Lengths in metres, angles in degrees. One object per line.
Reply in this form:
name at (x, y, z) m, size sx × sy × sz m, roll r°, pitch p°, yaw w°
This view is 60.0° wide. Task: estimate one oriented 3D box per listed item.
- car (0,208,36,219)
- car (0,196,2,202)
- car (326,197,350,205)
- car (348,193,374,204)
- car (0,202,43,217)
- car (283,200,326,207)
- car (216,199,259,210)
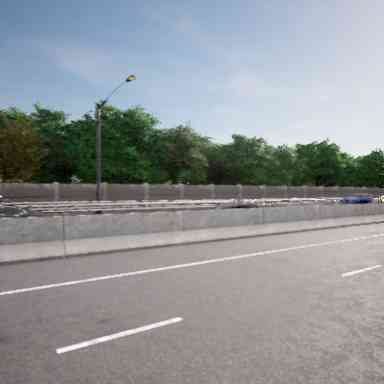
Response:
car at (-9.582, 1.588, 14.359) m, size 4.718 × 1.301 × 1.895 m, roll 0°, pitch 0°, yaw -36°
car at (-14.131, 1.205, 19.703) m, size 5.566 × 2.045 × 2.150 m, roll 0°, pitch 0°, yaw -36°
car at (14.255, 1.532, 35.690) m, size 5.357 × 1.411 × 2.033 m, roll 0°, pitch 0°, yaw -35°
car at (23.054, 1.200, 46.260) m, size 5.566 × 2.045 × 2.150 m, roll 1°, pitch 0°, yaw -35°
car at (-10.615, 1.490, 17.924) m, size 4.892 × 1.490 × 1.837 m, roll 0°, pitch 0°, yaw -36°
car at (8.663, 1.515, 27.420) m, size 4.674 × 1.442 × 1.812 m, roll 0°, pitch 0°, yaw -36°
car at (4.527, 1.476, 33.064) m, size 4.902 × 1.511 × 2.128 m, roll 0°, pitch 0°, yaw -35°
